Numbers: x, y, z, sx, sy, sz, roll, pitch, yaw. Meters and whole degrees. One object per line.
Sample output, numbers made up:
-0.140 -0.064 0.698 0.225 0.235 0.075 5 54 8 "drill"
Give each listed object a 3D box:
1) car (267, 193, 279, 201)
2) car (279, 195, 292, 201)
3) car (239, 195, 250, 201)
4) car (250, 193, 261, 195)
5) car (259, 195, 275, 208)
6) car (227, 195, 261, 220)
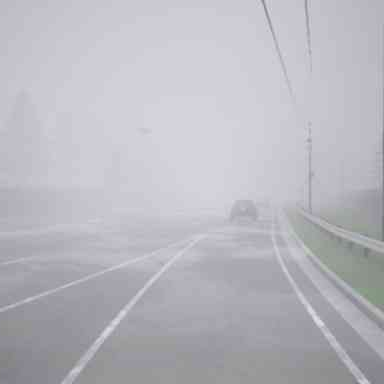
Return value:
20.619 1.333 86.505 2.150 2.045 5.566 0 0 20 "car"
24.033 1.674 85.647 1.994 1.385 4.181 0 0 20 "car"
14.046 1.607 88.917 2.128 1.511 4.902 0 0 20 "car"
17.338 1.320 87.725 2.150 2.045 5.566 0 0 20 "car"
10.512 1.608 48.871 2.033 1.411 5.357 0 0 20 "car"
4.491 1.381 28.286 2.097 1.767 4.553 0 0 12 "car"
